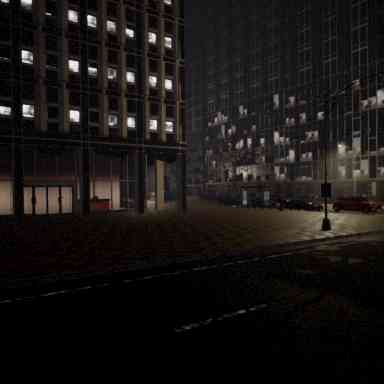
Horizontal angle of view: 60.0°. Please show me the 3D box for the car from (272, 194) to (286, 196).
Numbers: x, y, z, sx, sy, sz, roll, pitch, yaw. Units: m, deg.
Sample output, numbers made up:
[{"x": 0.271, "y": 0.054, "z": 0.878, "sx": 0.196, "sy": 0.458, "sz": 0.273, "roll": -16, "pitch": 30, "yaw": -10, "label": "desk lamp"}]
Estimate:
[{"x": 11.295, "y": 1.117, "z": 42.234, "sx": 2.097, "sy": 1.767, "sz": 4.553, "roll": -1, "pitch": 1, "yaw": -34, "label": "car"}]

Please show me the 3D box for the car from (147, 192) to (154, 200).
[{"x": -10.286, "y": 1.039, "z": 69.098, "sx": 2.008, "sy": 1.369, "sz": 4.403, "roll": 0, "pitch": 1, "yaw": -34, "label": "car"}]

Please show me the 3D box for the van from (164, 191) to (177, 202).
[{"x": -3.850, "y": 0.937, "z": 59.725, "sx": 1.690, "sy": 1.788, "sz": 3.998, "roll": 0, "pitch": 1, "yaw": -34, "label": "van"}]

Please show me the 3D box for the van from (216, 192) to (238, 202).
[{"x": 6.275, "y": 0.855, "z": 59.783, "sx": 1.690, "sy": 1.788, "sz": 3.998, "roll": 0, "pitch": 1, "yaw": -34, "label": "van"}]

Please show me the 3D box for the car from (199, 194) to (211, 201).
[{"x": 3.058, "y": 1.043, "z": 64.471, "sx": 1.802, "sy": 1.307, "sz": 4.206, "roll": 0, "pitch": 1, "yaw": -34, "label": "car"}]

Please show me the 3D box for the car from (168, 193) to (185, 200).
[{"x": -3.377, "y": 0.935, "z": 73.842, "sx": 1.802, "sy": 1.307, "sz": 4.206, "roll": 0, "pitch": 1, "yaw": -34, "label": "car"}]

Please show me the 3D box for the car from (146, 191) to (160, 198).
[{"x": -9.813, "y": 0.685, "z": 83.209, "sx": 1.967, "sy": 1.590, "sz": 4.097, "roll": 0, "pitch": 1, "yaw": -34, "label": "car"}]

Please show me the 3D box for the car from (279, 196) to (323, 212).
[{"x": 12.132, "y": 1.423, "z": 36.230, "sx": 1.947, "sy": 1.339, "sz": 4.313, "roll": 0, "pitch": 1, "yaw": -34, "label": "car"}]

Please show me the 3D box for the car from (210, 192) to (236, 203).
[{"x": 5.438, "y": 1.175, "z": 50.783, "sx": 1.837, "sy": 1.490, "sz": 4.892, "roll": -1, "pitch": 1, "yaw": -34, "label": "car"}]

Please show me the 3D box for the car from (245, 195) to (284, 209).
[{"x": 8.928, "y": 1.387, "z": 40.927, "sx": 1.802, "sy": 1.307, "sz": 4.206, "roll": 0, "pitch": 1, "yaw": -34, "label": "car"}]

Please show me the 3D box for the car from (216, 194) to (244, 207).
[{"x": 5.758, "y": 1.319, "z": 45.644, "sx": 1.947, "sy": 1.339, "sz": 4.313, "roll": 0, "pitch": 1, "yaw": -34, "label": "car"}]

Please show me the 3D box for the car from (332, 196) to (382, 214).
[{"x": 16.891, "y": 1.206, "z": 34.084, "sx": 2.097, "sy": 1.767, "sz": 4.553, "roll": -1, "pitch": 1, "yaw": -35, "label": "car"}]
